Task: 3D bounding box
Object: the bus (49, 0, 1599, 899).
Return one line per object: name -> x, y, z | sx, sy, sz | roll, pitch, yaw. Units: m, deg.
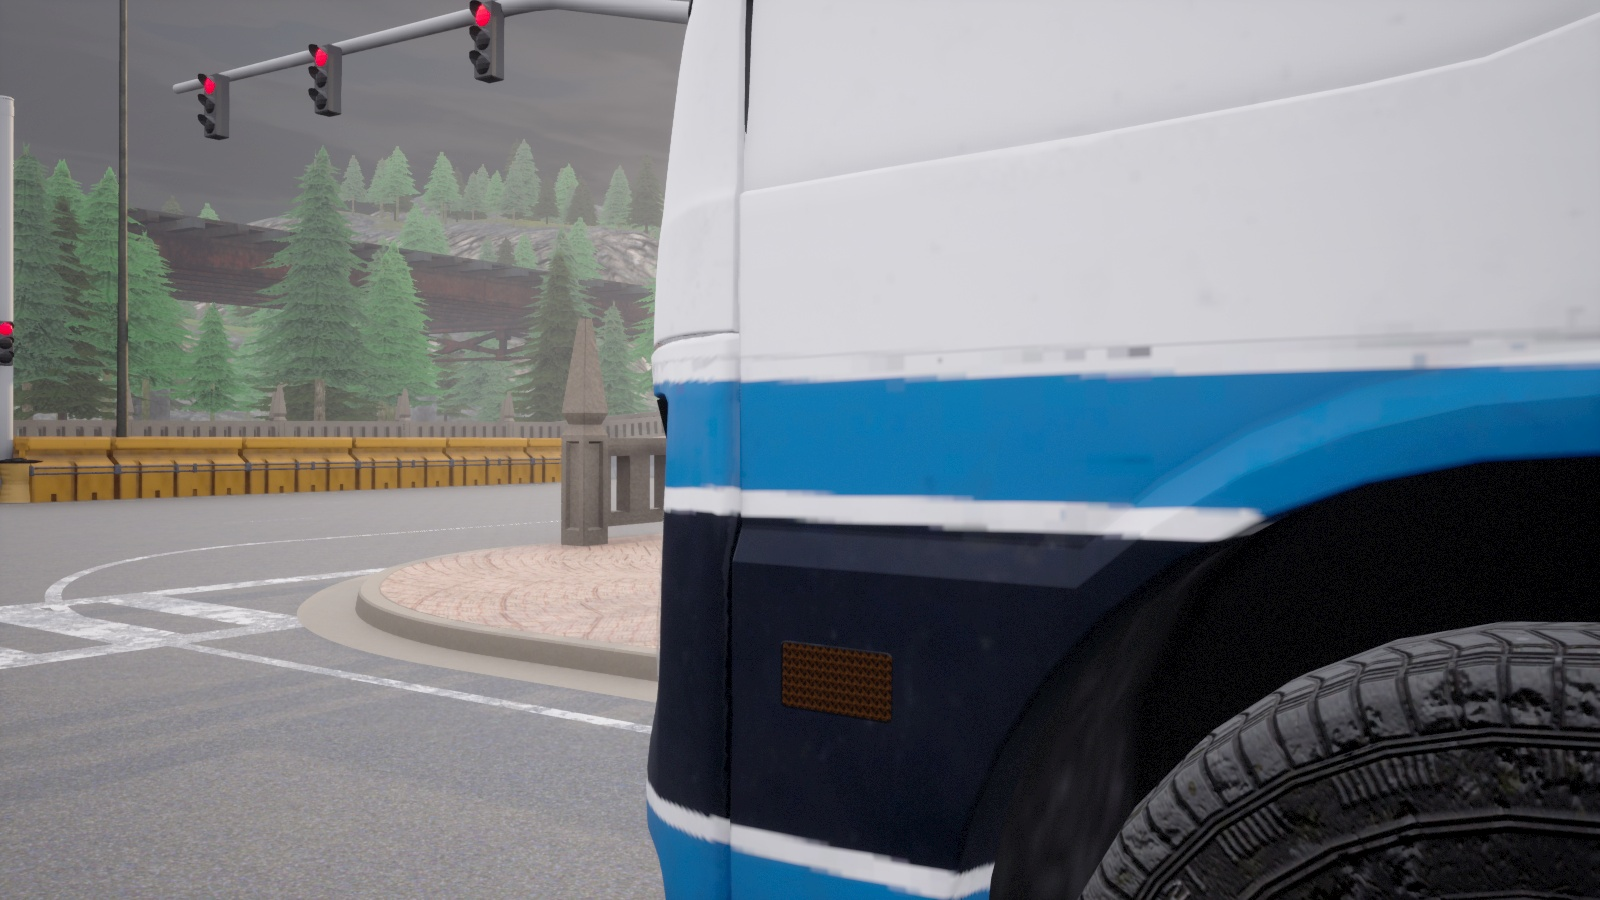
bus -> 4.151, -0.694, 0.838 | 10.273, 4.253, 3.944 | 0, 1, 34
